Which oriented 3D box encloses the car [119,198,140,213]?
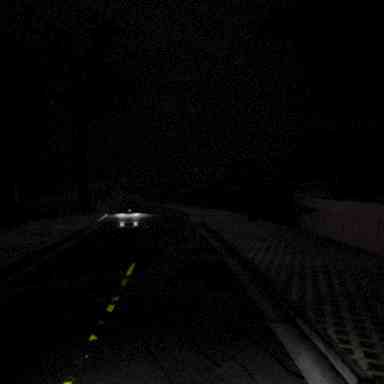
[{"bbox_3d":[-6.280,1.301,33.305,2.033,1.411,5.357,-1,0,-11],"label":"car"}]
